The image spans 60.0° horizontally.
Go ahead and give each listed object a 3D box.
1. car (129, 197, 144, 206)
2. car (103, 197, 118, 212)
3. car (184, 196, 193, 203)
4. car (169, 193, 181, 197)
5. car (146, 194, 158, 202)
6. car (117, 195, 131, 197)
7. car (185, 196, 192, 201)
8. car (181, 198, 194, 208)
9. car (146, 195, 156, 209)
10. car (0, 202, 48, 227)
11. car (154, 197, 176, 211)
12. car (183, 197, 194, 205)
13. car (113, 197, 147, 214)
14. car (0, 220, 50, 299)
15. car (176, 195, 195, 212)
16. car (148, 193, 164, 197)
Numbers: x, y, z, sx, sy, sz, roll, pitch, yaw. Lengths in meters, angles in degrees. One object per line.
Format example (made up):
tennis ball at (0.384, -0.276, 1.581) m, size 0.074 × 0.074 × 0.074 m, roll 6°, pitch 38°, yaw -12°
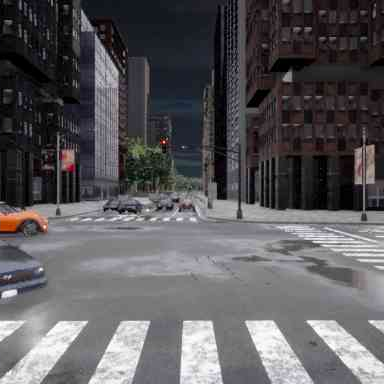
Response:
car at (-9.173, 1.570, 55.015) m, size 1.752 × 1.417 × 4.829 m, roll 0°, pitch 0°, yaw 0°
car at (-9.088, 1.574, 38.907) m, size 1.947 × 1.339 × 4.313 m, roll 0°, pitch 0°, yaw 0°
car at (-0.736, 1.612, 71.669) m, size 1.752 × 1.417 × 4.829 m, roll 0°, pitch 0°, yaw 0°
car at (-3.376, 1.555, 68.055) m, size 1.882 × 1.535 × 5.008 m, roll 0°, pitch 0°, yaw 0°
car at (-9.290, 1.417, 76.889) m, size 2.192 × 1.841 × 5.009 m, roll 0°, pitch 0°, yaw 0°
car at (-9.118, 1.335, 44.334) m, size 2.192 × 1.841 × 5.009 m, roll 0°, pitch 0°, yaw 0°
car at (-0.852, 1.695, 93.199) m, size 1.887 × 1.381 × 4.507 m, roll 0°, pitch 0°, yaw 0°
car at (-0.620, 1.614, 49.799) m, size 1.802 × 1.307 × 4.206 m, roll 0°, pitch 0°, yaw 0°
car at (-6.455, 1.548, 45.266) m, size 1.812 × 1.442 × 4.674 m, roll 0°, pitch 0°, yaw 0°
car at (-9.440, 1.243, 16.130) m, size 4.553 × 1.767 × 2.097 m, roll 1°, pitch 0°, yaw -27°
car at (-3.242, 1.614, 41.188) m, size 1.895 × 1.301 × 4.718 m, roll 0°, pitch 0°, yaw 0°
car at (-0.678, 1.603, 60.649) m, size 1.887 × 1.381 × 4.507 m, roll 0°, pitch 0°, yaw 0°
car at (-6.402, 1.547, 35.040) m, size 2.033 × 1.411 × 5.357 m, roll 0°, pitch 0°, yaw 0°
car at (-5.652, 1.517, 7.939) m, size 5.357 × 1.411 × 2.033 m, roll 1°, pitch 0°, yaw 36°
car at (-0.563, 1.448, 38.950) m, size 1.967 × 1.590 × 4.097 m, roll 0°, pitch 0°, yaw 0°
car at (-6.499, 1.268, 55.909) m, size 2.150 × 2.045 × 5.566 m, roll 0°, pitch 0°, yaw -1°
